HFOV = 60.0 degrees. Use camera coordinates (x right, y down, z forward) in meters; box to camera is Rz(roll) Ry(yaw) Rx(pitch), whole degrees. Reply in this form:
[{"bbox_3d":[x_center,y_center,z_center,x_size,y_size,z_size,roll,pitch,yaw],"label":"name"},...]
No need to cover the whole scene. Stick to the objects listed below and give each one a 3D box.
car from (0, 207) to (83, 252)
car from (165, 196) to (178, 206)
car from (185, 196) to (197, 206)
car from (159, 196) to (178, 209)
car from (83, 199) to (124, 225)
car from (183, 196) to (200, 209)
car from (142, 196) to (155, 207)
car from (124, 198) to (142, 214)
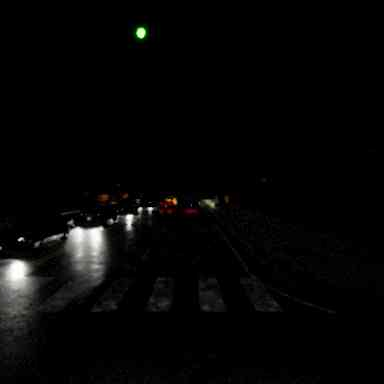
[{"bbox_3d":[-6.616,1.524,14.003,2.033,1.411,5.357,0,0,0],"label":"car"},{"bbox_3d":[-3.357,1.415,54.665,1.882,1.535,5.008,0,0,0],"label":"car"},{"bbox_3d":[-0.107,1.419,54.672,1.882,1.535,5.008,0,0,0],"label":"car"},{"bbox_3d":[-3.336,1.536,44.691,1.895,1.301,4.718,0,0,0],"label":"car"},{"bbox_3d":[-6.642,1.449,23.900,2.128,1.511,4.902,0,0,0],"label":"car"},{"bbox_3d":[-0.084,1.444,44.251,1.837,1.490,4.892,0,0,0],"label":"car"},{"bbox_3d":[-6.599,1.448,49.395,1.837,1.490,4.892,0,0,0],"label":"car"},{"bbox_3d":[-6.659,1.446,34.070,1.837,1.490,4.892,0,0,0],"label":"car"}]
